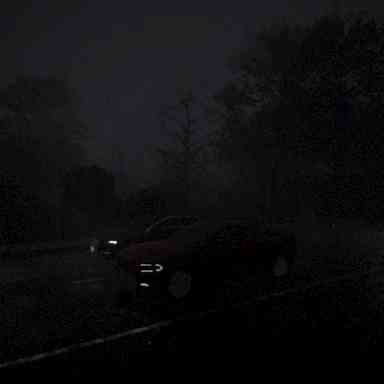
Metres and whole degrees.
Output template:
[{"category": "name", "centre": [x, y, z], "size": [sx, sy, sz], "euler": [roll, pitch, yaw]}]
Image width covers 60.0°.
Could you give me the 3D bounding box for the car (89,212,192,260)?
[{"category": "car", "centre": [-1.051, 1.485, 11.675], "size": [4.902, 1.511, 2.128], "euler": [0, 0, -35]}]

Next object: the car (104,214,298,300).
[{"category": "car", "centre": [0.576, 1.475, 8.545], "size": [5.008, 1.535, 1.882], "euler": [0, 0, -34]}]
